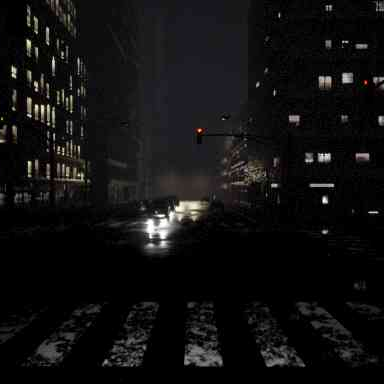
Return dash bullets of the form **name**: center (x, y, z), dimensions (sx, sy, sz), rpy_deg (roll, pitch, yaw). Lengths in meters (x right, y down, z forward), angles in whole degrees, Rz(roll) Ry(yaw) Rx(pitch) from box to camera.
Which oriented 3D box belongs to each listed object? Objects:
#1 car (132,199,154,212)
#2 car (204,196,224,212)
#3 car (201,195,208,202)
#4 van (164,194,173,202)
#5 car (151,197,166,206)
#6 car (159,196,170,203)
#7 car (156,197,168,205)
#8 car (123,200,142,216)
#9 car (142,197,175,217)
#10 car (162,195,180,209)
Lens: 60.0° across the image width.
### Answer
- **car**: center (-5.612, 1.555, 38.652), dimensions (1.947, 1.339, 4.313), rpy_deg (-1, 0, 0)
- **car**: center (2.768, 1.540, 38.632), dimensions (2.008, 1.369, 4.403), rpy_deg (-1, 0, 0)
- **car**: center (2.848, 1.422, 72.560), dimensions (1.967, 1.590, 4.097), rpy_deg (-1, 0, 0)
- **van**: center (-5.520, 1.322, 78.234), dimensions (1.690, 1.788, 3.998), rpy_deg (-1, 0, 0)
- **car**: center (-5.571, 1.530, 55.615), dimensions (1.887, 1.381, 4.507), rpy_deg (-1, 0, 0)
- **car**: center (-5.544, 1.528, 66.925), dimensions (1.887, 1.381, 4.507), rpy_deg (-1, 0, 0)
- **car**: center (-5.557, 1.566, 61.270), dimensions (1.802, 1.307, 4.206), rpy_deg (-1, 0, 0)
- **car**: center (-5.626, 1.516, 32.828), dimensions (1.752, 1.417, 4.829), rpy_deg (-1, 0, 0)
- **car**: center (-3.028, 1.482, 30.978), dimensions (2.128, 1.511, 4.902), rpy_deg (0, 0, 0)
- **car**: center (-2.999, 1.480, 40.463), dimensions (2.128, 1.511, 4.902), rpy_deg (0, 0, 0)
